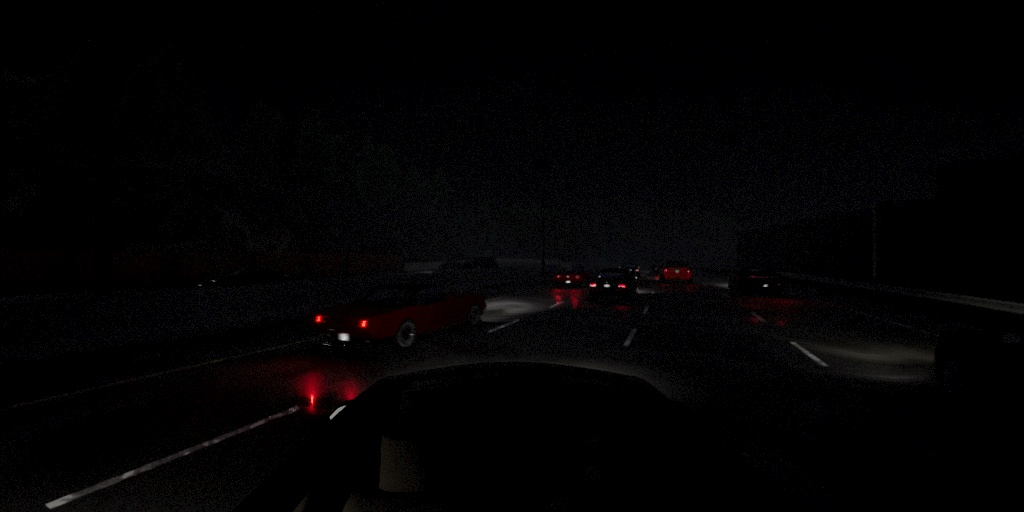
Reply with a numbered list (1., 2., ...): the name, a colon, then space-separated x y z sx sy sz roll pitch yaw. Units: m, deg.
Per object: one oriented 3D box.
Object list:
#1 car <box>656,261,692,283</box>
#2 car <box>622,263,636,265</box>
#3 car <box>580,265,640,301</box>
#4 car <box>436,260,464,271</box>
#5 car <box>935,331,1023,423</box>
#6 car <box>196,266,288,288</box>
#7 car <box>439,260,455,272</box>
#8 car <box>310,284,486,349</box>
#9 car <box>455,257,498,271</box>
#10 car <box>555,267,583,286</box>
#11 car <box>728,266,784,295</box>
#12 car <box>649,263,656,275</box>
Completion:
1. car: 12.980 1.168 28.664 2.097 1.767 4.553 0 0 19
2. car: 11.661 1.386 35.622 2.033 1.411 5.357 0 0 17
3. car: 5.099 1.340 17.827 2.033 1.411 5.357 0 0 23
4. car: -9.067 1.410 52.725 2.128 1.511 4.902 0 0 15
5. car: 6.068 1.224 2.957 1.882 1.535 5.008 0 0 25
6. car: -16.275 1.358 21.915 1.812 1.442 4.674 0 0 24
7. car: -5.890 1.363 38.895 2.128 1.511 4.902 0 0 18
8. car: -2.521 1.377 9.381 1.895 1.301 4.718 0 0 25
9. car: -3.184 1.080 35.916 2.150 2.045 5.566 0 0 19
10. car: 4.521 1.418 25.762 1.895 1.301 4.718 0 0 21
11. car: 13.581 1.280 20.161 2.128 1.511 4.902 0 0 22
12. car: 16.831 1.449 40.943 1.895 1.301 4.718 0 0 16
